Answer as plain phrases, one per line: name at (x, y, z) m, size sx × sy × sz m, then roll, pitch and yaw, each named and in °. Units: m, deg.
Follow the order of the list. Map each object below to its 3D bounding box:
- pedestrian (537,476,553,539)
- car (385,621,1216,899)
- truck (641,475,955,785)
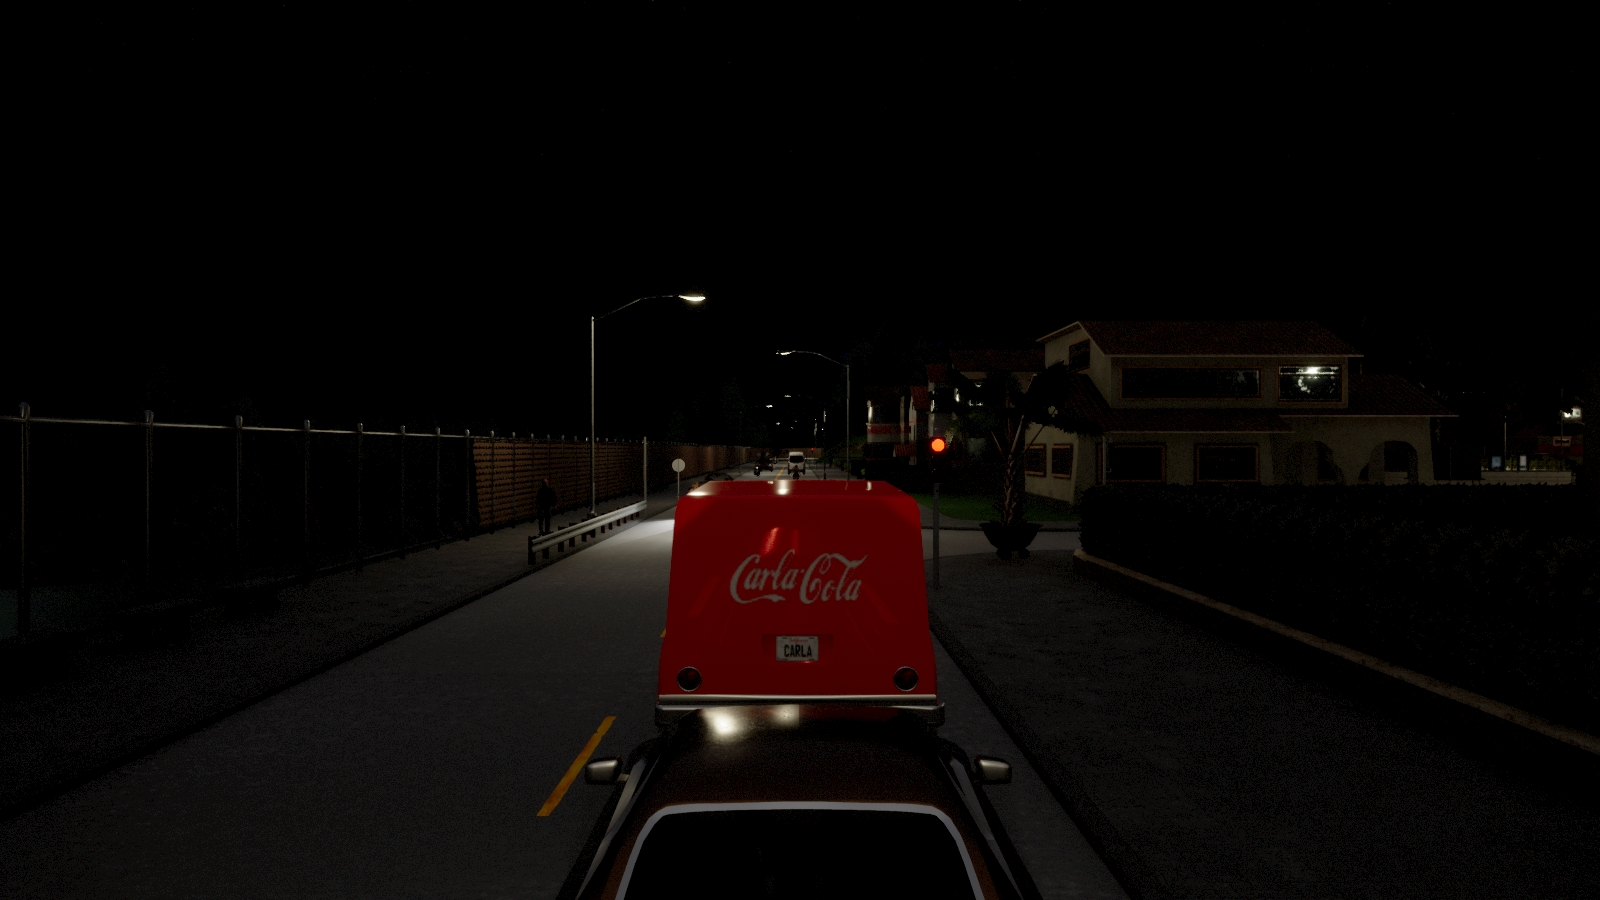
pedestrian at (-7.678, 1.732, 34.387) m, size 0.375 × 1.860 × 0.375 m, roll 0°, pitch 0°, yaw 3°
car at (-0.006, 1.989, 5.238) m, size 2.152 × 1.651 × 5.027 m, roll 0°, pitch 0°, yaw 0°
truck at (-0.025, 1.564, 12.158) m, size 2.627 × 2.467 × 5.204 m, roll 0°, pitch 0°, yaw 0°
